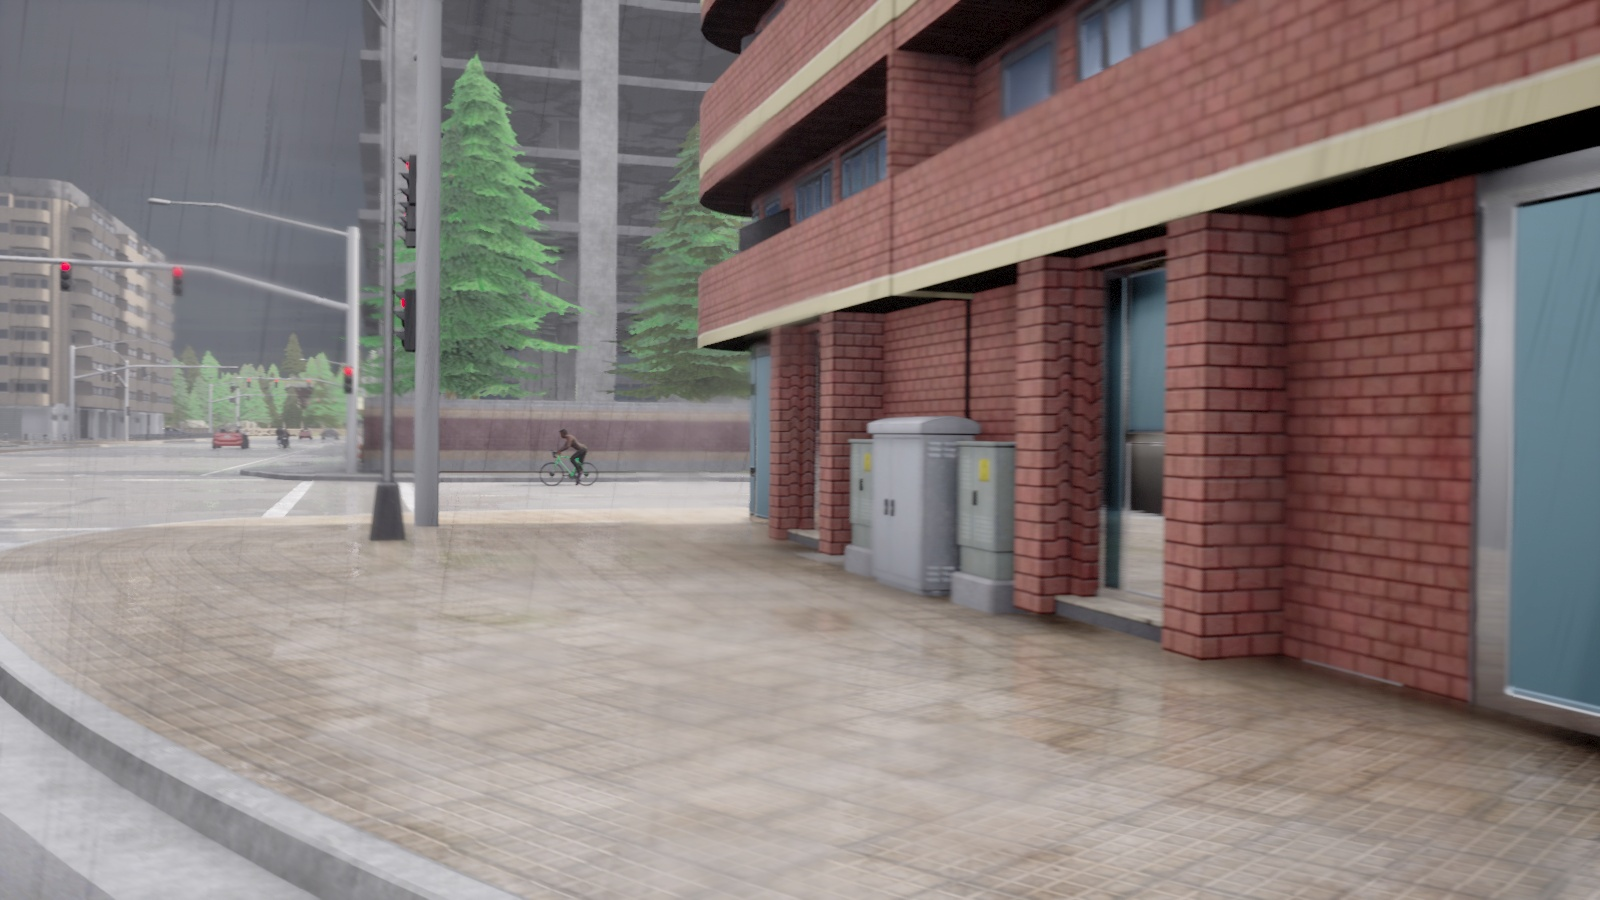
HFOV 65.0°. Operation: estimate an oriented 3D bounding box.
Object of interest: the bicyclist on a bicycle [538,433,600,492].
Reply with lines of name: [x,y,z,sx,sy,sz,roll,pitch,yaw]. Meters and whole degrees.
bicyclist on a bicycle: [-6.522,0.345,35.463,1.656,1.620,0.582,-1,1,-18]
